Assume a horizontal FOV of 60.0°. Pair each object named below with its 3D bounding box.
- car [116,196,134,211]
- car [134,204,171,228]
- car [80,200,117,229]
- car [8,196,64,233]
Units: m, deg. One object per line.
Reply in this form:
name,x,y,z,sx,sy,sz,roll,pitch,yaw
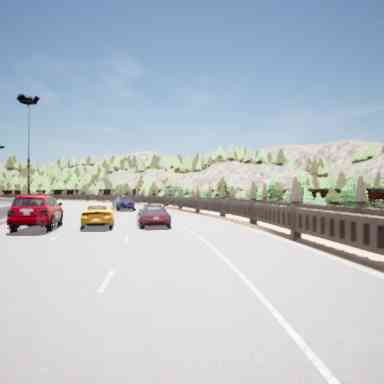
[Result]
car,-8.356,1.322,40.291,2.097,1.767,4.553,0,0,-22
car,-2.566,1.540,21.885,1.994,1.385,4.181,0,0,-12
car,-6.064,1.468,21.590,1.882,1.535,5.008,0,0,-12
car,-9.272,1.226,20.126,2.150,2.045,5.566,0,0,-12
